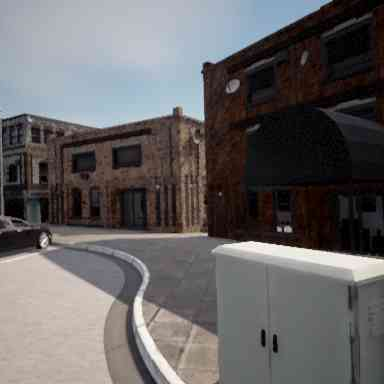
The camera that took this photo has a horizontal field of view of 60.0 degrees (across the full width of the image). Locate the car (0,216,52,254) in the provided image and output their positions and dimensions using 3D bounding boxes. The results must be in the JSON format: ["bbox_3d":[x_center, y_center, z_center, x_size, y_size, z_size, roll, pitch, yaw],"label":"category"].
[{"bbox_3d":[-7.524,1.699,12.994,2.231,1.521,4.892,-1,-1,13],"label":"car"}]
